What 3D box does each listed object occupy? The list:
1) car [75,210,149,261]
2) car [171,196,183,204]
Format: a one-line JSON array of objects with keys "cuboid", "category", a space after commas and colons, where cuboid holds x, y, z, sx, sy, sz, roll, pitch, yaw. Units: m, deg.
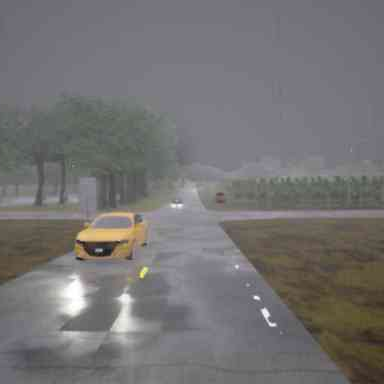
[{"cuboid": [-2.823, 1.512, 12.619, 1.882, 1.535, 5.008, 0, 0, 0], "category": "car"}, {"cuboid": [-2.729, 1.419, 61.045, 2.128, 1.511, 4.902, 0, 2, 0], "category": "car"}]
